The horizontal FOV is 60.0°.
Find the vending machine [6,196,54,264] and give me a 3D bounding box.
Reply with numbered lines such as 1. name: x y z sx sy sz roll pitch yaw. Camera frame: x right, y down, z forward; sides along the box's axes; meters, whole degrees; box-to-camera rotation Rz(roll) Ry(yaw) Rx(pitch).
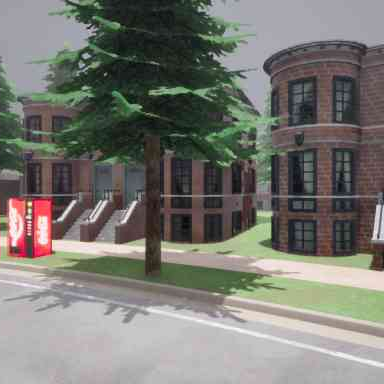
1. vending machine: -5.337 1.195 10.994 0.880 2.100 1.100 0 0 23
